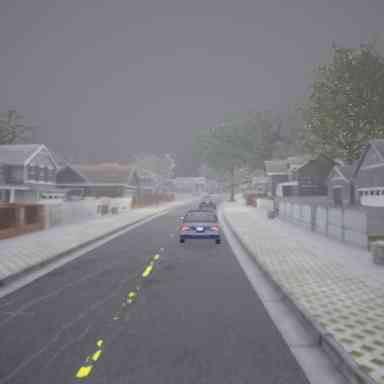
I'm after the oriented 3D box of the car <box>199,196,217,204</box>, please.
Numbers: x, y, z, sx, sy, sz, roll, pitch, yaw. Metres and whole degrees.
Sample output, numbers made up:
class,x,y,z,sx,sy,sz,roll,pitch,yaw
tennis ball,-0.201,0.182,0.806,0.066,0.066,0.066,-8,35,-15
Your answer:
class,x,y,z,sx,sy,sz,roll,pitch,yaw
car,2.041,1.275,42.436,2.097,1.767,4.553,0,0,5

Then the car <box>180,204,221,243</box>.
class,x,y,z,sx,sy,sz,roll,pitch,yaw
car,0.414,1.552,16.110,2.033,1.411,5.357,0,0,2
